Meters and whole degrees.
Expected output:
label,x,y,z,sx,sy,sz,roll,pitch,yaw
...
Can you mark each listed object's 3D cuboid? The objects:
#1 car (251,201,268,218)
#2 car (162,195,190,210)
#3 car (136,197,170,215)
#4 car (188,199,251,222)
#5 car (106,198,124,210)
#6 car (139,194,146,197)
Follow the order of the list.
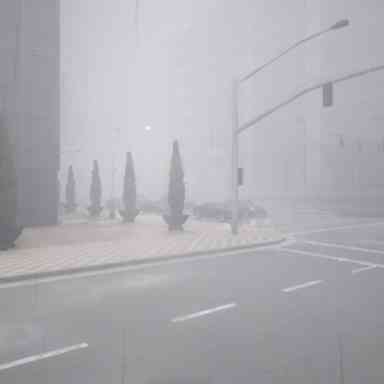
label,x,y,z,sx,sy,sz,roll,pitch,yaw
car,4.565,1.416,29.759,2.097,1.767,4.553,0,0,-36
car,-1.658,1.288,38.400,2.150,2.045,5.566,0,0,-36
car,-3.665,1.613,35.198,2.033,1.411,5.357,0,0,-36
car,2.106,1.541,27.183,1.882,1.535,5.008,0,0,-36
car,-9.709,1.559,43.609,2.128,1.511,4.902,0,0,-36
car,-7.649,1.290,46.746,2.150,2.045,5.566,0,0,-36
